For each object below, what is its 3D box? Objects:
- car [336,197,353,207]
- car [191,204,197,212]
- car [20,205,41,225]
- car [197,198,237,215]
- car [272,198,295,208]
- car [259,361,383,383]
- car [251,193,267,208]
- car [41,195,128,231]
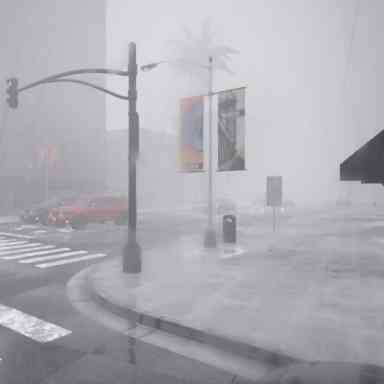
[{"bbox_3d":[24.754,1.621,54.046,2.128,1.511,4.902,0,0,35],"label":"car"},{"bbox_3d":[1.862,1.651,38.868,1.895,1.301,4.718,0,0,35],"label":"car"},{"bbox_3d":[-9.018,1.235,23.473,2.150,2.045,5.566,0,0,35],"label":"car"},{"bbox_3d":[2.885,1.400,34.686,2.097,1.767,4.553,0,0,35],"label":"car"},{"bbox_3d":[13.952,1.642,50.196,2.033,1.411,5.357,0,0,35],"label":"car"},{"bbox_3d":[2.166,1.551,1.301,4.403,1.369,2.008,0,0,36],"label":"car"},{"bbox_3d":[11.320,1.224,52.100,2.150,2.045,5.566,0,0,35],"label":"car"},{"bbox_3d":[-6.398,1.239,21.520,2.150,2.045,5.566,0,0,35],"label":"car"}]
